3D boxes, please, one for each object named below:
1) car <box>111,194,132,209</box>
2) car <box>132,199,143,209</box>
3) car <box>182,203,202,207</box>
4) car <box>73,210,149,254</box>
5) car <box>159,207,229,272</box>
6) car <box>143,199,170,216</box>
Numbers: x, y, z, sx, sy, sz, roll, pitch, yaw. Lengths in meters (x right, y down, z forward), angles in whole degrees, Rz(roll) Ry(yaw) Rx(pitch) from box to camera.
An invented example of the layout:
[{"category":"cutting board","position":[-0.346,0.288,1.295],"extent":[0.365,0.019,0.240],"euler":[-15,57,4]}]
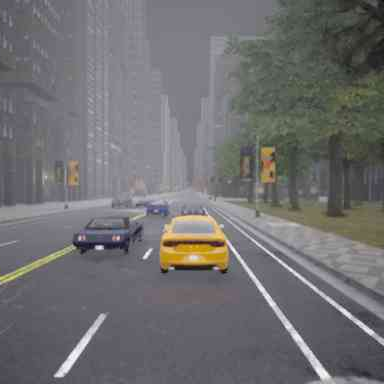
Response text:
[{"category":"car","position":[-9.829,1.231,47.142],"extent":[2.150,2.045,5.566],"euler":[0,0,0]},{"category":"car","position":[-6.587,1.608,45.679],"extent":[1.895,1.301,4.718],"euler":[0,0,0]},{"category":"car","position":[0.083,1.617,28.630],"extent":[1.895,1.301,4.718],"euler":[0,0,0]},{"category":"car","position":[-3.168,1.621,13.659],"extent":[1.895,1.301,4.718],"euler":[0,0,0]},{"category":"car","position":[0.067,1.497,10.856],"extent":[1.882,1.535,5.008],"euler":[0,0,0]},{"category":"car","position":[-3.160,1.492,31.799],"extent":[1.882,1.535,5.008],"euler":[0,0,0]}]
